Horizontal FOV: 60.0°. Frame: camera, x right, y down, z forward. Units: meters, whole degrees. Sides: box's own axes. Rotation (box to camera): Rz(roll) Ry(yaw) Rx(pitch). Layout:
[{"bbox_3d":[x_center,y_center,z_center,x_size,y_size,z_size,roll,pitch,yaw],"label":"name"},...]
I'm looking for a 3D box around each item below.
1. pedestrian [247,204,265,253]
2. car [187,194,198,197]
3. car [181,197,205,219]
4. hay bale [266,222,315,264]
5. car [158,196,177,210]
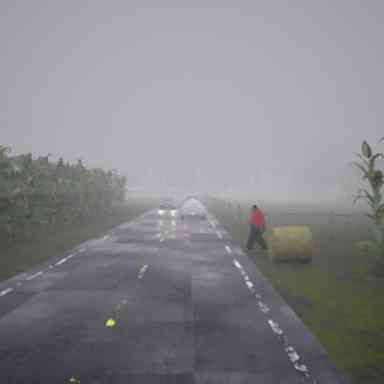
[{"bbox_3d":[2.256,1.239,11.769,0.375,1.860,0.375,1,0,-3],"label":"pedestrian"},{"bbox_3d":[0.100,1.103,44.373,2.097,1.767,4.553,0,0,0],"label":"car"},{"bbox_3d":[0.070,1.379,27.357,1.812,1.442,4.674,0,1,0],"label":"car"},{"bbox_3d":[3.122,1.601,10.694,1.220,1.180,1.240,-1,0,0],"label":"hay bale"},{"bbox_3d":[-2.828,1.287,39.335,1.837,1.490,4.892,0,0,0],"label":"car"}]
